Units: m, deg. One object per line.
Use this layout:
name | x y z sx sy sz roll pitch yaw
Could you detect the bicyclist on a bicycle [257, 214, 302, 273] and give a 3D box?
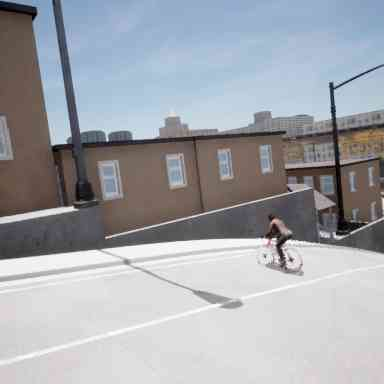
bicyclist on a bicycle | 2.458 1.455 9.579 0.582 1.620 1.656 -1 -2 -35
